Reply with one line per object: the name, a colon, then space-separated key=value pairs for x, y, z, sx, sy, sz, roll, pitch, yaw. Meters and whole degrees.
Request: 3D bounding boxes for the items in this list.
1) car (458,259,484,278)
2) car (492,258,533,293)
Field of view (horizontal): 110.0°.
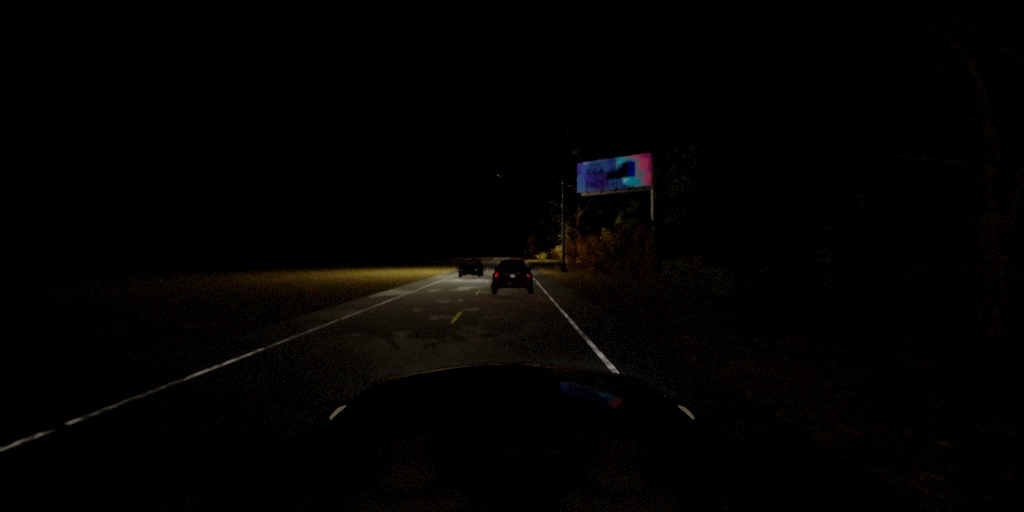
car: x=-3.523 y=1.025 z=31.604 sx=1.882 sy=1.535 sz=5.008 roll=0 pitch=0 yaw=0
car: x=0.036 y=0.978 z=19.708 sx=2.097 sy=1.767 sz=4.553 roll=0 pitch=0 yaw=0
